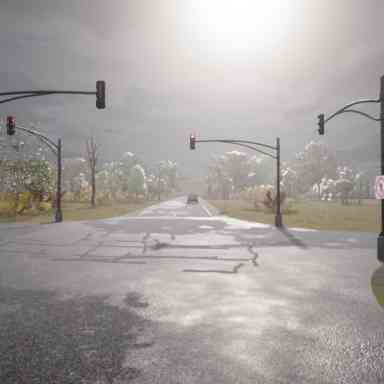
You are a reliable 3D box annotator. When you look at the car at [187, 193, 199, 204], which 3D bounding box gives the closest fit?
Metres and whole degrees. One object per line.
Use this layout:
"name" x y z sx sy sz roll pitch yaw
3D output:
"car" 0.176 1.292 67.639 2.150 2.045 5.566 0 0 0
